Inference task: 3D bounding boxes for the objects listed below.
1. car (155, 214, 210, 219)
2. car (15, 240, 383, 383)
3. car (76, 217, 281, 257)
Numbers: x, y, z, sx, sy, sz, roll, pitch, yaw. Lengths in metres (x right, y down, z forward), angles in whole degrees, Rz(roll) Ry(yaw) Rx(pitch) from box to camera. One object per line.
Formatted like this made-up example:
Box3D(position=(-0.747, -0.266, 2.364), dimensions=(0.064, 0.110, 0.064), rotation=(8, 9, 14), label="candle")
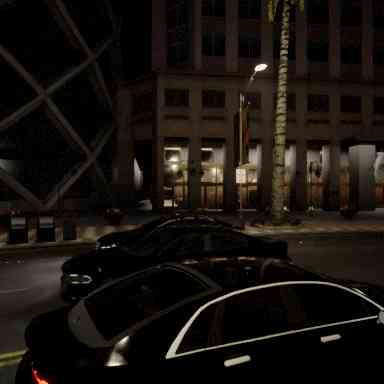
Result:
Box3D(position=(-0.619, 1.505, 10.918), dimensions=(4.892, 1.490, 1.837), rotation=(0, -1, -21), label="car")
Box3D(position=(0.802, 1.505, 3.700), dimensions=(4.892, 1.490, 1.837), rotation=(0, 0, -26), label="car")
Box3D(position=(-0.212, 1.477, 7.331), dimensions=(5.008, 1.535, 1.882), rotation=(0, 0, -23), label="car")
